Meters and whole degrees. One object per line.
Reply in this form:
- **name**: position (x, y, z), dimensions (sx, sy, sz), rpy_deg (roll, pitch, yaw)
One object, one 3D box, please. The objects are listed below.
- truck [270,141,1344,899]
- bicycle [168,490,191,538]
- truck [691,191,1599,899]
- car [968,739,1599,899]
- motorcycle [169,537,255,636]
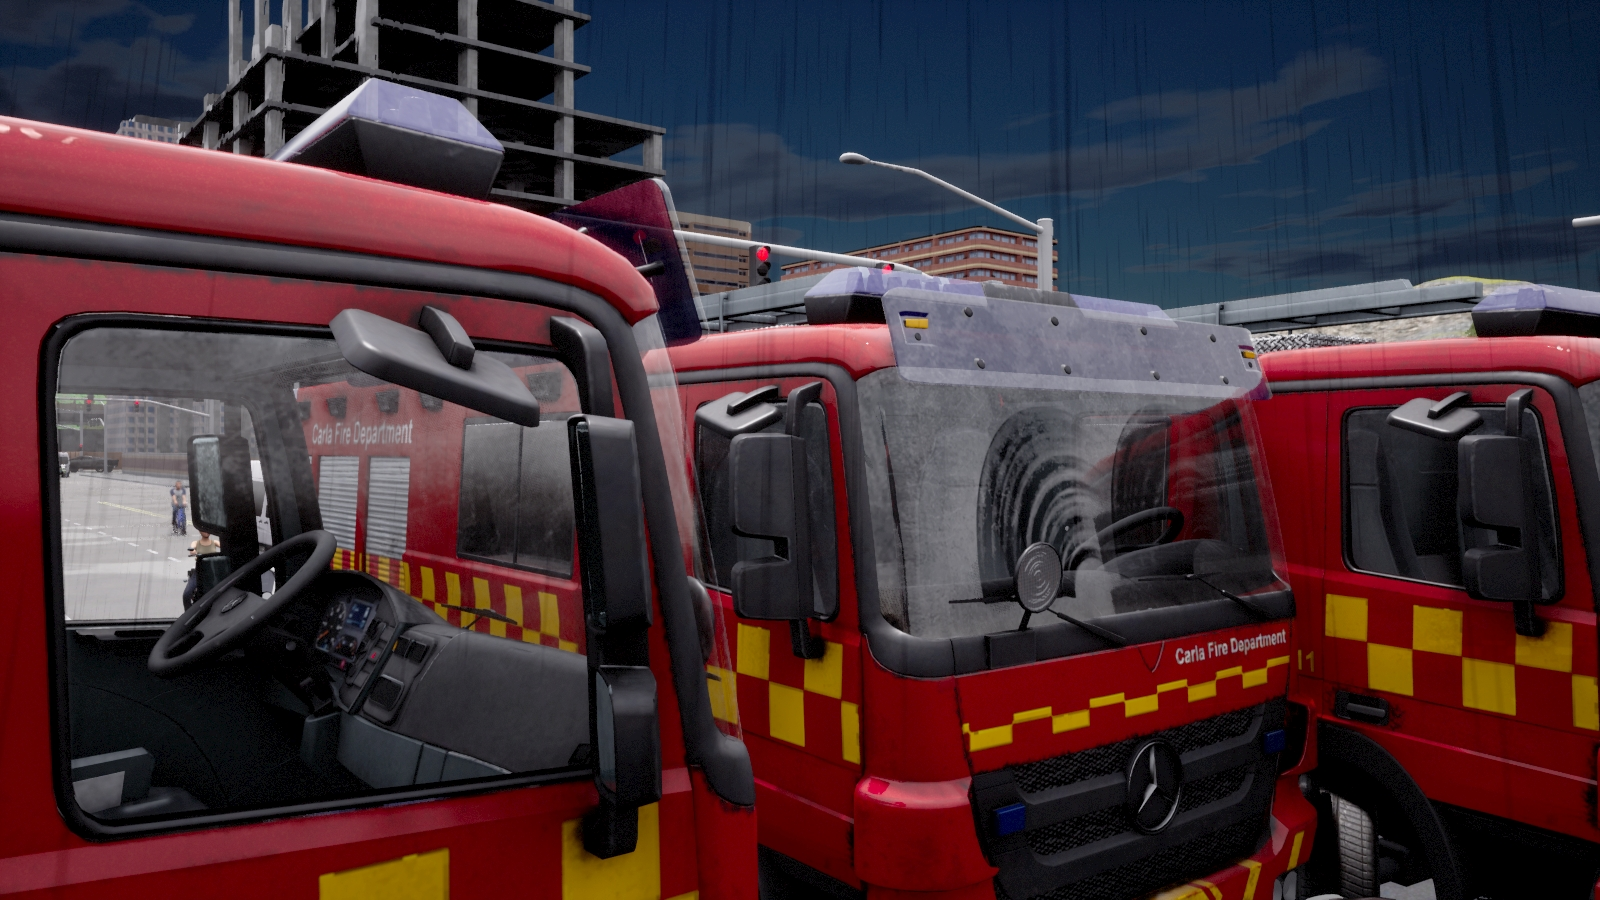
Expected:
- **truck**: position (-1.099, 0.890, 8.003), dimensions (2.891, 3.827, 8.468), rpy_deg (0, 0, -38)
- **bicycle**: position (-20.201, 2.055, 37.186), dimensions (0.373, 1.496, 1.643), rpy_deg (0, 0, -39)
- **truck**: position (2.348, 0.890, 8.605), dimensions (2.891, 3.827, 8.468), rpy_deg (0, 0, -31)
- **car**: position (2.437, 2.065, 3.109), dimensions (1.970, 1.475, 3.806), rpy_deg (0, 0, -30)
- **motorcycle**: position (-9.533, 2.155, 18.464), dimensions (0.764, 1.307, 2.356), rpy_deg (0, 0, -39)
